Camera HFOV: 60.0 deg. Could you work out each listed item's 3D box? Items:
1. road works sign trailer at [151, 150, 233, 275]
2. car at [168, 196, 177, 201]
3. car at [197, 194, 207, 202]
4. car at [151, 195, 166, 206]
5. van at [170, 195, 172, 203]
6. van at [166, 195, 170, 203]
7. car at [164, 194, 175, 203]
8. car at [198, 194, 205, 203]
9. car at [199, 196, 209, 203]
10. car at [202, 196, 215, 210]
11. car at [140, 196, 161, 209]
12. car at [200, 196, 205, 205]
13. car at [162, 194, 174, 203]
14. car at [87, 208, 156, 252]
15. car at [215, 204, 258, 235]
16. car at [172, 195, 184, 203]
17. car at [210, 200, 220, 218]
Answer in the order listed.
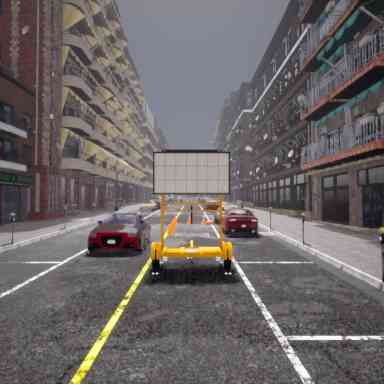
[{"bbox_3d":[-0.010,0.473,10.490,2.380,3.560,2.880,0,0,0],"label":"road works sign trailer"},{"bbox_3d":[-5.302,1.830,90.778,1.947,1.339,4.313,1,0,0],"label":"car"},{"bbox_3d":[2.550,1.551,85.188,2.192,1.841,5.009,1,0,0],"label":"car"},{"bbox_3d":[-5.292,1.399,46.535,2.192,1.841,5.009,2,0,0],"label":"car"},{"bbox_3d":[-5.295,1.481,63.126,1.690,1.788,3.998,1,0,0],"label":"van"},{"bbox_3d":[-5.293,1.460,57.594,1.690,1.788,3.998,2,0,0],"label":"van"},{"bbox_3d":[-5.295,1.526,79.716,2.192,1.841,5.009,1,0,0],"label":"car"},{"bbox_3d":[2.581,1.684,63.064,1.887,1.381,4.507,1,0,0],"label":"car"},{"bbox_3d":[2.590,1.626,74.126,1.967,1.590,4.097,1,0,0],"label":"car"},{"bbox_3d":[2.582,1.614,40.940,1.887,1.381,4.507,1,0,0],"label":"car"},{"bbox_3d":[-5.297,1.594,40.833,1.752,1.417,4.829,2,0,0],"label":"car"},{"bbox_3d":[2.582,1.635,46.472,2.008,1.369,4.403,1,0,0],"label":"car"},{"bbox_3d":[-5.295,1.501,74.187,2.192,1.841,5.009,1,0,0],"label":"car"},{"bbox_3d":[-2.852,1.576,13.751,1.994,1.385,4.181,0,0,0],"label":"car"},{"bbox_3d":[2.584,1.565,18.818,1.887,1.381,4.507,1,0,0],"label":"car"},{"bbox_3d":[-2.754,1.660,70.203,2.128,1.511,4.902,0,0,0],"label":"car"},{"bbox_3d":[2.584,1.555,24.520,1.752,1.417,4.829,1,0,0],"label":"car"}]
